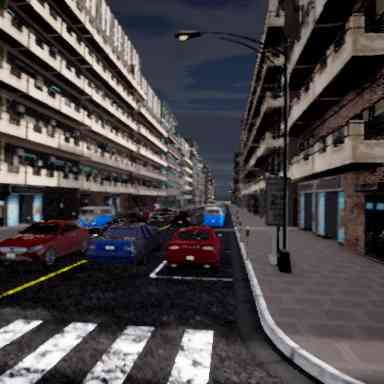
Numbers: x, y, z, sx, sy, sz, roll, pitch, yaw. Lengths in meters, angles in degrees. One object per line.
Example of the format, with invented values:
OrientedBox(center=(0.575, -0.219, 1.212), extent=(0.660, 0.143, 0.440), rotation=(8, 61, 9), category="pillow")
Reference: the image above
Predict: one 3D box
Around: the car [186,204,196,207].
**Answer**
OrientedBox(center=(-0.516, 3.928, 86.618), extent=(1.752, 1.417, 4.829), rotation=(0, -2, 6), category="car")

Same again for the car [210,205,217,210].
OrientedBox(center=(6.066, 4.323, 94.772), extent=(1.895, 1.301, 4.718), rotation=(1, -2, 6), category="car")

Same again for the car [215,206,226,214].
OrientedBox(center=(5.475, 3.413, 63.302), extent=(1.947, 1.339, 4.313), rotation=(0, -2, 6), category="car")

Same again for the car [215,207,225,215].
OrientedBox(center=(4.884, 3.266, 57.650), extent=(1.802, 1.307, 4.206), rotation=(0, -2, 6), category="car")

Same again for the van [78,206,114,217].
OrientedBox(center=(-6.968, 1.963, 24.619), extent=(1.690, 1.788, 3.998), rotation=(0, -2, 6), category="van")

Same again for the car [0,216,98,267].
OrientedBox(center=(-5.588, 1.865, 13.044), extent=(1.812, 1.442, 4.674), rotation=(1, -1, 6), category="car")

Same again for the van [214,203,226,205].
OrientedBox(center=(4.295, 2.863, 52.006), extent=(1.690, 1.788, 3.998), rotation=(0, -2, 6), category="van")

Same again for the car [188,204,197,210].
OrientedBox(center=(0.091, 4.125, 92.438), extent=(2.008, 1.369, 4.403), rotation=(0, -2, 6), category="car")

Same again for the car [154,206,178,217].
OrientedBox(center=(-3.137, 2.495, 36.323), extent=(1.837, 1.490, 4.892), rotation=(1, -2, 6), category="car")

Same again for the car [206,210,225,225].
OrientedBox(center=(2.523, 2.622, 35.043), extent=(1.802, 1.307, 4.206), rotation=(0, -2, 6), category="car")

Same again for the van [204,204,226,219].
OrientedBox(center=(1.936, 2.223, 29.398), extent=(1.690, 1.788, 3.998), rotation=(0, -2, 6), category="van")

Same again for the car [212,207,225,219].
OrientedBox(center=(3.722, 2.891, 46.517), extent=(1.752, 1.417, 4.829), rotation=(0, -2, 6), category="car")

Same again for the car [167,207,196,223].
OrientedBox(center=(-0.725, 2.377, 29.753), extent=(1.812, 1.442, 4.674), rotation=(1, -2, 6), category="car")

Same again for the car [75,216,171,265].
OrientedBox(center=(-2.433, 1.943, 13.384), extent=(2.033, 1.411, 5.357), rotation=(1, -1, 6), category="car")

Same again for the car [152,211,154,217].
OrientedBox(center=(-5.819, 2.379, 35.924), extent=(1.967, 1.590, 4.097), rotation=(0, -2, 6), category="car")

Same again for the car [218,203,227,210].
OrientedBox(center=(8.425, 3.991, 91.567), extent=(2.192, 1.841, 5.009), rotation=(0, -2, 6), category="car")

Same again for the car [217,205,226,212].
OrientedBox(center=(6.655, 3.721, 74.606), extent=(1.887, 1.381, 4.507), rotation=(0, -2, 6), category="car")

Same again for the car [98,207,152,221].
OrientedBox(center=(-4.517, 2.101, 23.284), extent=(1.882, 1.535, 5.008), rotation=(1, -2, 6), category="car")

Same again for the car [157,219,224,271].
OrientedBox(center=(0.170, 1.955, 12.436), extent=(1.887, 1.381, 4.507), rotation=(0, -2, 6), category="car")
